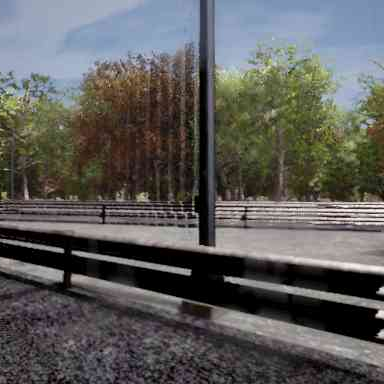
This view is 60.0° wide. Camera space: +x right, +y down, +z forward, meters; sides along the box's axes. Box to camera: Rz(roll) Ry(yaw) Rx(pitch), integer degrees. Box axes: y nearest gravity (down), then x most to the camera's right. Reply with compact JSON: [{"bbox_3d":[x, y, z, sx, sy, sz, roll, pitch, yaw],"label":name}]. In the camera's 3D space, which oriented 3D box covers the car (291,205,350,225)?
[{"bbox_3d":[9.406,1.641,24.560,4.181,1.385,1.994,0,0,16],"label":"car"}]
